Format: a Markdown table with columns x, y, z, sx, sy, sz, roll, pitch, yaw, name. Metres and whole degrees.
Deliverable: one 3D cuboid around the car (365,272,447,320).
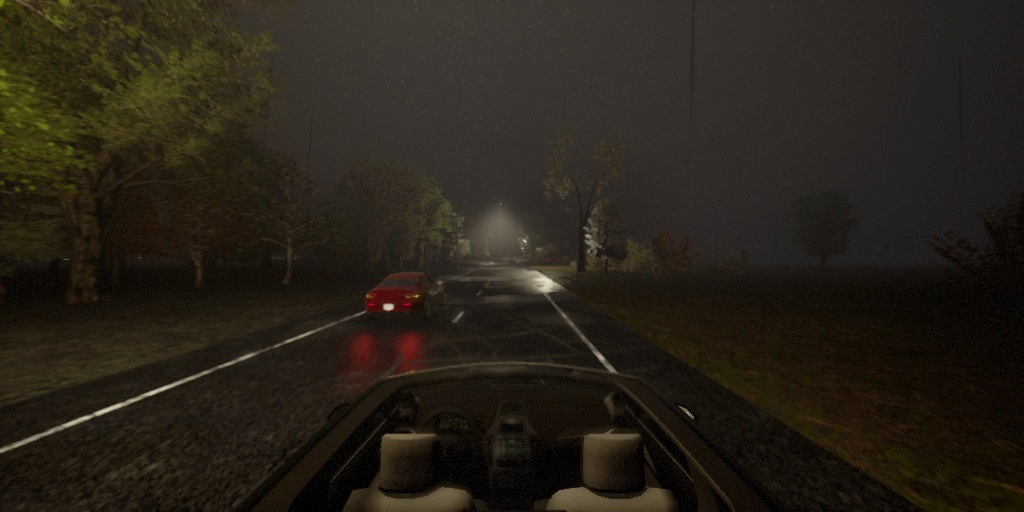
| x | y | z | sx | sy | sz | roll | pitch | yaw | name |
| --- | --- | --- | --- | --- | --- | --- | --- | --- | --- |
| -3.501 | 1.287 | 12.472 | 1.812 | 1.442 | 4.674 | 0 | 0 | 0 | car |
